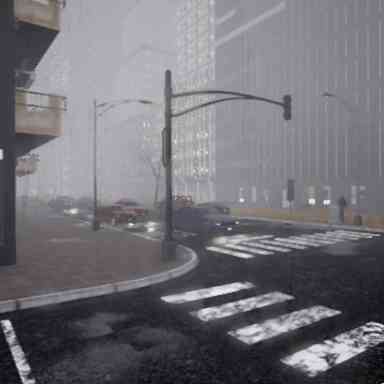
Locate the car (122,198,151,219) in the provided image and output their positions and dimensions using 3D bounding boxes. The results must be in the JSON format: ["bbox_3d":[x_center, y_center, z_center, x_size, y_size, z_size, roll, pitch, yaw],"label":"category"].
[{"bbox_3d":[-5.258,1.452,28.010,1.882,1.535,5.008,-1,1,-35],"label":"car"}]

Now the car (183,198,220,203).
[{"bbox_3d":[1.491,1.511,28.491,1.947,1.339,4.313,0,0,-35],"label":"car"}]

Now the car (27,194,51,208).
[{"bbox_3d":[-21.167,1.417,46.099,1.752,1.417,4.829,0,0,-35],"label":"car"}]

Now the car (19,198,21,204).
[{"bbox_3d":[-27.628,1.413,55.267,1.947,1.339,4.313,0,0,-35],"label":"car"}]

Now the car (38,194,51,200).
[{"bbox_3d":[-36.681,1.237,82.668,2.008,1.369,4.403,0,0,-35],"label":"car"}]

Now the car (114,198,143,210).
[{"bbox_3d":[-8.052,1.438,42.034,1.947,1.339,4.313,0,0,-35],"label":"car"}]

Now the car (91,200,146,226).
[{"bbox_3d":[-5.360,1.555,23.665,1.887,1.381,4.507,0,0,-35],"label":"car"}]

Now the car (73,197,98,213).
[{"bbox_3d":[-10.988,1.531,36.153,1.895,1.301,4.718,-1,1,-35],"label":"car"}]

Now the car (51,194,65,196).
[{"bbox_3d":[-16.946,1.378,44.677,2.128,1.511,4.902,-1,1,-35],"label":"car"}]

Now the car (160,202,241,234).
[{"bbox_3d":[0.485,1.568,19.856,2.033,1.411,5.357,-1,1,-35],"label":"car"}]

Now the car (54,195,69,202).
[{"bbox_3d":[-27.138,1.307,69.124,1.947,1.339,4.313,0,0,-35],"label":"car"}]

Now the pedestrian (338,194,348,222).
[{"bbox_3d":[9.804,1.016,21.791,0.375,1.860,0.375,0,0,-35],"label":"pedestrian"}]

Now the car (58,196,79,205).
[{"bbox_3d":[-20.544,1.366,55.088,2.033,1.411,5.357,-1,1,-35],"label":"car"}]

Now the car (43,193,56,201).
[{"bbox_3d":[-33.500,1.145,78.152,1.967,1.590,4.097,0,0,-35],"label":"car"}]

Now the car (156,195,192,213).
[{"bbox_3d":[-1.690,1.235,33.004,2.192,1.841,5.009,0,0,-35],"label":"car"}]

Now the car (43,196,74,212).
[{"bbox_3d":[-14.903,1.482,37.209,1.887,1.381,4.507,0,0,-35],"label":"car"}]

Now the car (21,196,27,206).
[{"bbox_3d":[-24.349,1.394,50.614,1.752,1.417,4.829,0,0,-35],"label":"car"}]
